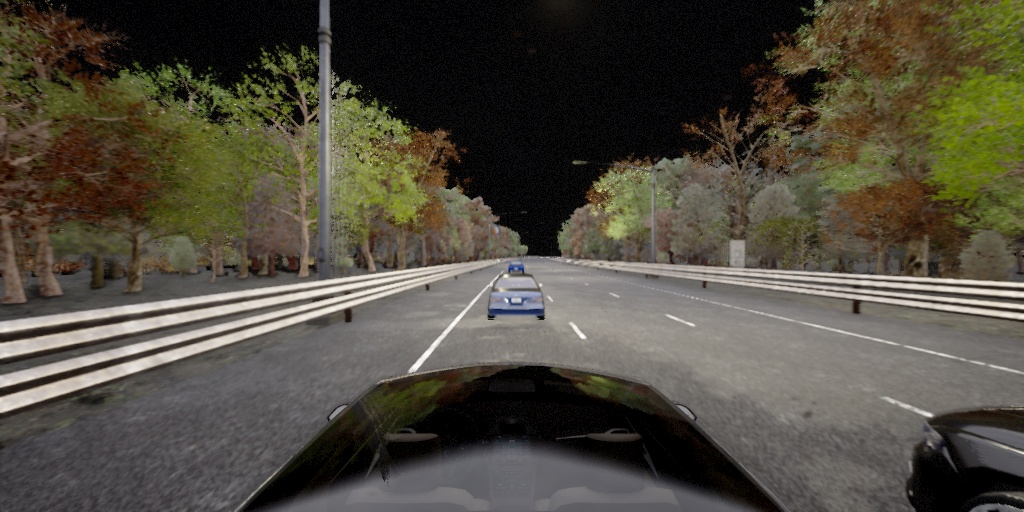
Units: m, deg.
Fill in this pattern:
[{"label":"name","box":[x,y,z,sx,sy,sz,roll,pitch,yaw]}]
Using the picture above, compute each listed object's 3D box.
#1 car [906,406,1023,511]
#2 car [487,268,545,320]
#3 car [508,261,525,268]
[{"label":"car","box":[3.604,1.240,0.375,2.128,1.511,4.902,0,0,0]},{"label":"car","box":[0.137,1.318,12.764,2.033,1.411,5.357,0,0,0]},{"label":"car","box":[0.525,1.303,43.331,1.882,1.535,5.008,0,0,1]}]
